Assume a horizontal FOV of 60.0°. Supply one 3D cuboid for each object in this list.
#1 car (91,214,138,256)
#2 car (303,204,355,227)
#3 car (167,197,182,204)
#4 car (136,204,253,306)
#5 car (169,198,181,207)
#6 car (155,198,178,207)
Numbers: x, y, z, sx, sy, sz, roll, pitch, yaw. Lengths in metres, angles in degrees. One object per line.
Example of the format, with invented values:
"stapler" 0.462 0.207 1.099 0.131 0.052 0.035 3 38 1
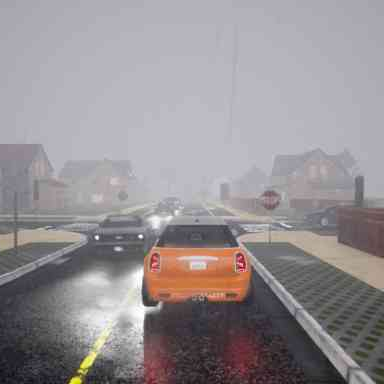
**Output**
"car" -2.750 1.604 13.339 1.895 1.301 4.718 0 0 -8
"car" 10.267 1.579 23.101 4.892 1.490 1.837 0 0 -2
"car" -2.818 1.444 45.054 2.097 1.767 4.553 0 0 0
"car" 0.105 1.352 8.162 2.097 1.767 4.553 0 0 0
"car" -2.809 1.669 55.282 1.812 1.442 4.674 0 0 0
"car" -2.831 1.651 35.139 1.895 1.301 4.718 0 0 0
